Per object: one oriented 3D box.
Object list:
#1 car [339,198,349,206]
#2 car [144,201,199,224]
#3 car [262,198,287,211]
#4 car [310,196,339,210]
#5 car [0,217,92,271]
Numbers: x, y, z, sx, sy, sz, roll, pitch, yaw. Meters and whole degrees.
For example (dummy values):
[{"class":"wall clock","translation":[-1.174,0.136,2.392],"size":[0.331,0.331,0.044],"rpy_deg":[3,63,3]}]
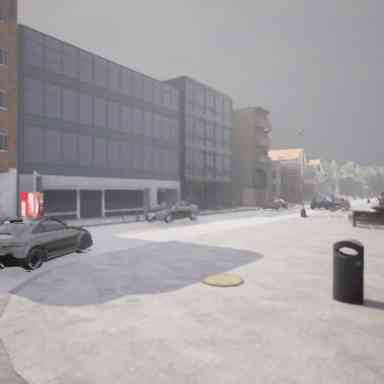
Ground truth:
[{"class":"car","translation":[22.398,1.517,50.524],"size":[1.994,1.385,4.181],"rpy_deg":[0,0,35]},{"class":"car","translation":[-1.373,1.415,24.244],"size":[2.128,1.511,4.902],"rpy_deg":[0,0,35]},{"class":"car","translation":[10.080,1.455,40.271],"size":[1.812,1.442,4.674],"rpy_deg":[0,0,36]},{"class":"car","translation":[16.807,1.303,42.593],"size":[2.097,1.767,4.553],"rpy_deg":[0,0,36]},{"class":"car","translation":[-4.991,1.512,10.826],"size":[1.994,1.385,4.181],"rpy_deg":[0,0,11]}]
